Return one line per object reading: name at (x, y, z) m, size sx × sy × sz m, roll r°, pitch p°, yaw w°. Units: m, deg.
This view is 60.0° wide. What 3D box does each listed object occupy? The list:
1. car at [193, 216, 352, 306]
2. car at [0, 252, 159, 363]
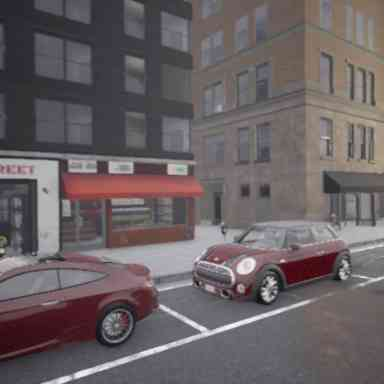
car at (1.987, 1.448, 7.992) m, size 4.097 × 1.590 × 1.967 m, roll 0°, pitch -1°, yaw -36°
car at (-2.480, 1.594, 4.770) m, size 4.206 × 1.307 × 1.802 m, roll 0°, pitch -1°, yaw -36°
